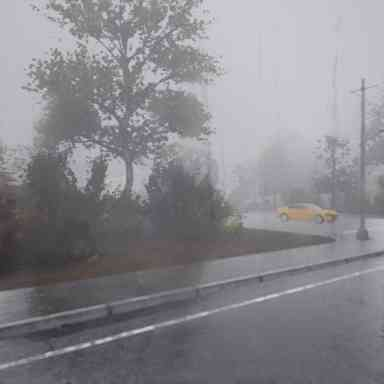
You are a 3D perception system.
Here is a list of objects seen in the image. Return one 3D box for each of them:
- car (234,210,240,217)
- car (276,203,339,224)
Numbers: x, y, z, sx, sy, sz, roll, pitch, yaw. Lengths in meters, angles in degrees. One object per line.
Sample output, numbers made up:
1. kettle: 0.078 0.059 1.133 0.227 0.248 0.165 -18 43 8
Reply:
1. car: 2.839 1.695 34.207 2.097 1.767 4.553 0 -1 -43
2. car: 9.164 1.681 26.709 1.882 1.535 5.008 0 -1 -39
